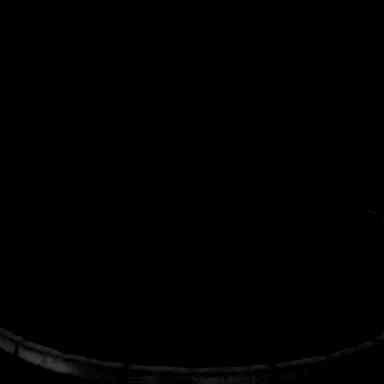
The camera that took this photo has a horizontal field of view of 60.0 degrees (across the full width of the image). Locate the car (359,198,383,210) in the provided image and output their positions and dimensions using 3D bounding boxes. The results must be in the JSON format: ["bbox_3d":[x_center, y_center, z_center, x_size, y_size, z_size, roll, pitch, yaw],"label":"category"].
[{"bbox_3d":[26.828,1.755,50.109,2.097,1.767,4.553,-1,-1,10],"label":"car"}]
